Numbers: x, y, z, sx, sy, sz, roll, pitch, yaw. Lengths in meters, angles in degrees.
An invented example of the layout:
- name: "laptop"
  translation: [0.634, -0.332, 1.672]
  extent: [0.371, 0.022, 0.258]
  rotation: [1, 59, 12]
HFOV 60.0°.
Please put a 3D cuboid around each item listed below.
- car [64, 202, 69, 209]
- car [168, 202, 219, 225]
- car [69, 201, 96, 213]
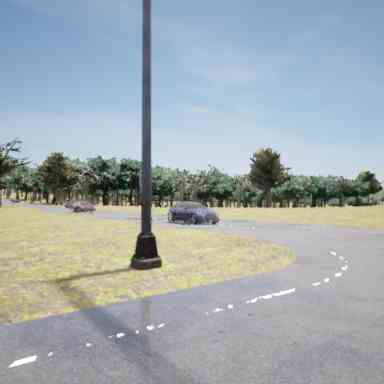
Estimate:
- name: "car"
  translation: [-27.944, 3.114, 76.616]
  extent: [2.128, 1.511, 4.902]
  rotation: [3, -3, -36]
- name: "car"
  translation: [0.075, 1.573, 25.618]
  extent: [2.097, 1.767, 4.553]
  rotation: [3, -3, -36]
- name: "car"
  translation: [-15.248, 2.095, 46.959]
  extent: [2.097, 1.767, 4.553]
  rotation: [3, -3, -36]
